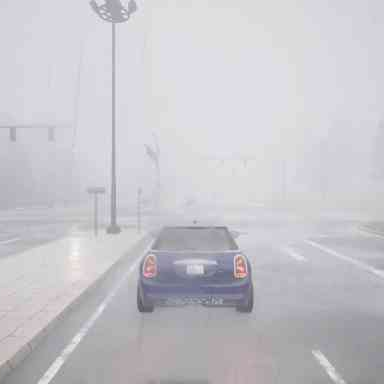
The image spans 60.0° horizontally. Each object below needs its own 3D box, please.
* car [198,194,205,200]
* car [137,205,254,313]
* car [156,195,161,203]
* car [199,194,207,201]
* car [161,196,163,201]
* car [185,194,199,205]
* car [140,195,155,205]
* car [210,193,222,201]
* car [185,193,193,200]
[{"bbox_3d":[2.694,1.442,95.544,1.882,1.535,5.008,0,0,-1],"label":"car"},{"bbox_3d":[0.071,1.352,7.839,2.097,1.767,4.553,0,0,0],"label":"car"},{"bbox_3d":[-8.429,1.355,71.672,2.097,1.767,4.553,0,0,-1],"label":"car"},{"bbox_3d":[2.858,1.513,85.220,1.812,1.442,4.674,0,0,-1],"label":"car"},{"bbox_3d":[-8.659,1.534,86.202,2.033,1.411,5.357,0,0,-1],"label":"car"},{"bbox_3d":[-0.157,1.525,54.658,1.812,1.442,4.674,0,0,-1],"label":"car"},{"bbox_3d":[-8.312,1.547,59.451,2.033,1.411,5.357,0,0,-1],"label":"car"},{"bbox_3d":[6.362,1.214,84.949,2.150,2.045,5.566,0,0,-1],"label":"car"},{"bbox_3d":[-0.806,1.189,95.518,2.150,2.045,5.566,0,0,-1],"label":"car"}]
